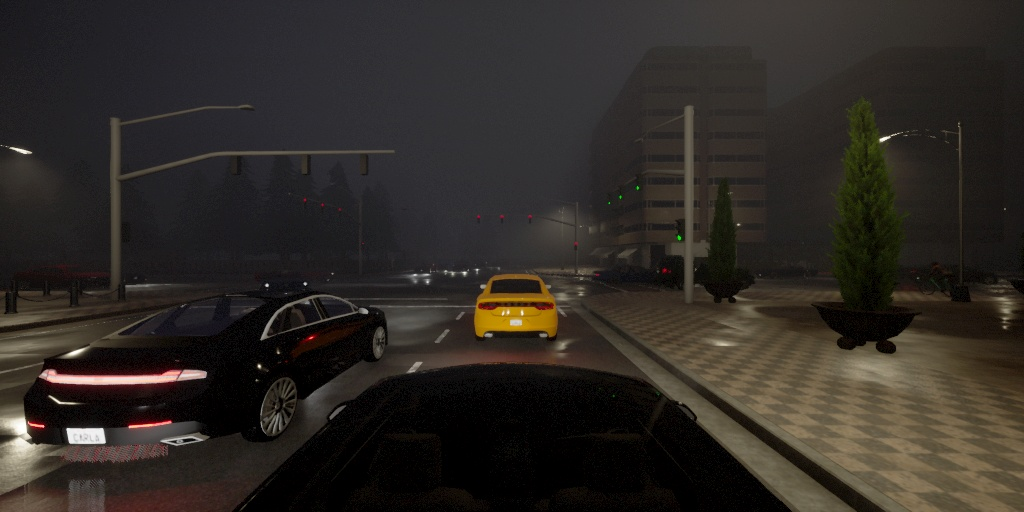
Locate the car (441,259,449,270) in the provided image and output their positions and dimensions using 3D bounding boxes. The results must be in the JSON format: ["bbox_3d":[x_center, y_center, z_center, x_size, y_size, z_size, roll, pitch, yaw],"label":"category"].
[{"bbox_3d":[-9.795,1.228,52.998,1.882,1.535,5.008,0,0,7],"label":"car"}]

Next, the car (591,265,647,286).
[{"bbox_3d":[8.323,1.350,25.281,5.357,1.411,2.033,0,0,0],"label":"car"}]

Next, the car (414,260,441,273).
[{"bbox_3d":[-10.387,1.351,43.613,1.895,1.301,4.718,0,0,1],"label":"car"}]

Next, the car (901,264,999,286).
[{"bbox_3d":[31.127,1.310,25.350,4.892,1.490,1.837,0,0,0],"label":"car"}]

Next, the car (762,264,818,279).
[{"bbox_3d":[24.709,1.406,32.531,4.718,1.301,1.895,0,0,0],"label":"car"}]

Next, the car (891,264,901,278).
[{"bbox_3d":[34.909,1.406,32.554,4.718,1.301,1.895,0,0,0],"label":"car"}]

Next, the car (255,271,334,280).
[{"bbox_3d":[-15.129,1.388,25.211,4.718,1.301,1.895,-1,0,0],"label":"car"}]

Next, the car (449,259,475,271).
[{"bbox_3d":[-6.678,1.228,48.397,1.882,1.535,5.008,0,0,3],"label":"car"}]

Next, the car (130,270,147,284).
[{"bbox_3d":[-28.421,1.369,25.166,4.181,1.385,1.994,0,0,0],"label":"car"}]

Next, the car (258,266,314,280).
[{"bbox_3d":[-11.219,1.350,17.684,1.895,1.301,4.718,0,0,-35],"label":"car"}]

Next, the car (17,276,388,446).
[{"bbox_3d":[-3.425,1.242,5.325,2.128,1.511,4.902,0,0,0],"label":"car"}]

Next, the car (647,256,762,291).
[{"bbox_3d":[11.528,1.031,21.791,5.566,2.045,2.150,0,0,0],"label":"car"}]

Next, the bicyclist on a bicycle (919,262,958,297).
[{"bbox_3d":[20.280,1.106,17.035,0.582,1.620,1.656,0,0,0],"label":"bicyclist on a bicycle"}]

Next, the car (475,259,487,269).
[{"bbox_3d":[-5.515,1.255,57.731,1.837,1.490,4.892,0,0,15],"label":"car"}]

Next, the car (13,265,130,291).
[{"bbox_3d":[-26.771,1.283,21.671,5.008,1.535,1.882,0,0,0],"label":"car"}]

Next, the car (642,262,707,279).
[{"bbox_3d":[14.633,1.283,32.501,5.008,1.535,1.882,0,0,0],"label":"car"}]

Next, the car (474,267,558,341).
[{"bbox_3d":[0.103,1.228,9.909,1.882,1.535,5.008,0,0,0],"label":"car"}]
